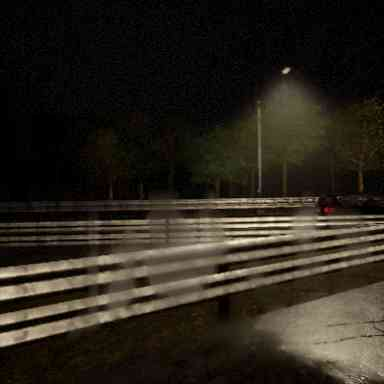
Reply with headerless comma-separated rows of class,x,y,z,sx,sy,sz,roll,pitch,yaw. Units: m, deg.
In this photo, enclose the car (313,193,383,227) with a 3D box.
car,9.556,1.053,18.412,5.566,2.045,2.150,-1,1,-5
